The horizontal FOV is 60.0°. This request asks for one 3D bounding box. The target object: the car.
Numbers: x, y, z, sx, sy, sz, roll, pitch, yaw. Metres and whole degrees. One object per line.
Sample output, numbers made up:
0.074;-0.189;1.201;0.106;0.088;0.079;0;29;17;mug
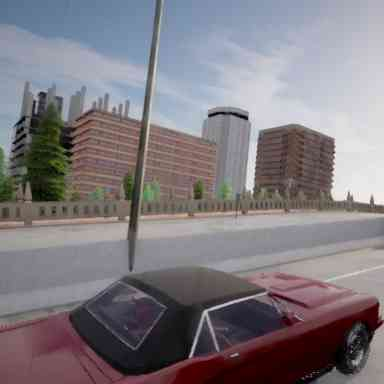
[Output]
0.272;1.605;3.936;4.718;1.301;1.895;0;0;-35;car
